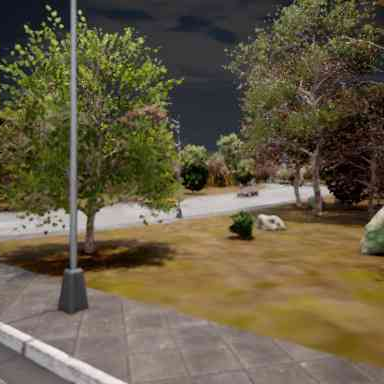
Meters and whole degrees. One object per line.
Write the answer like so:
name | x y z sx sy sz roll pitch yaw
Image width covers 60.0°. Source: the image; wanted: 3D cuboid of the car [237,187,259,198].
car | 9.205 -0.053 54.515 2.097 1.767 4.553 0 3 38

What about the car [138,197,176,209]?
car | -3.984 1.055 38.086 1.882 1.535 5.008 0 2 39
